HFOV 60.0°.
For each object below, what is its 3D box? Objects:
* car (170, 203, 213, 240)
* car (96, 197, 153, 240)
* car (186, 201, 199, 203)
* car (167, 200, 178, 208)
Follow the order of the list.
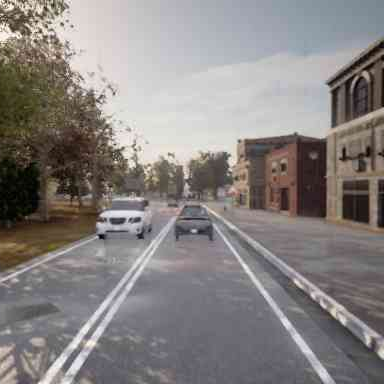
[{"bbox_3d":[0.085,1.567,17.423,2.128,1.511,4.902,0,-1,0],"label":"car"},{"bbox_3d":[-3.364,1.299,17.682,2.150,2.045,5.566,0,-1,0],"label":"car"},{"bbox_3d":[0.041,1.754,35.673,1.882,1.535,5.008,0,-1,0],"label":"car"},{"bbox_3d":[-3.449,2.120,60.377,2.033,1.411,5.357,0,-1,0],"label":"car"}]
